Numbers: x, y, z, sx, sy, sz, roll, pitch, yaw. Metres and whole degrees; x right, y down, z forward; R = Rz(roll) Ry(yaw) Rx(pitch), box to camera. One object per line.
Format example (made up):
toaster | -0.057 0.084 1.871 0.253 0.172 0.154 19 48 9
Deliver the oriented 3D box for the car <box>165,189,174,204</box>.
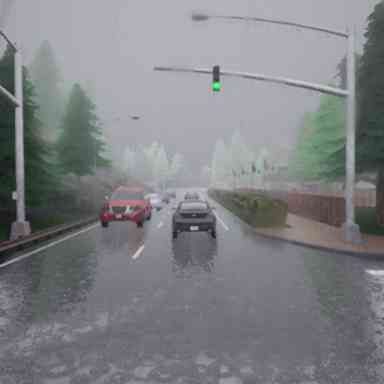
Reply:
car | -3.609 0.604 39.318 2.128 1.511 4.902 0 1 0

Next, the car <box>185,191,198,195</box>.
car | -0.039 0.487 47.005 1.994 1.385 4.181 0 1 0

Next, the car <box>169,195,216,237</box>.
car | 0.084 1.127 15.526 1.837 1.490 4.892 0 1 0

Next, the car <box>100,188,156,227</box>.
car | -3.623 0.784 19.167 2.150 2.045 5.566 0 1 0

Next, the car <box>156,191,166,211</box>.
car | -3.621 0.863 29.262 1.812 1.442 4.674 0 1 0

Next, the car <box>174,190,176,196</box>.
car | -3.576 0.260 54.184 1.882 1.535 5.008 0 1 0
